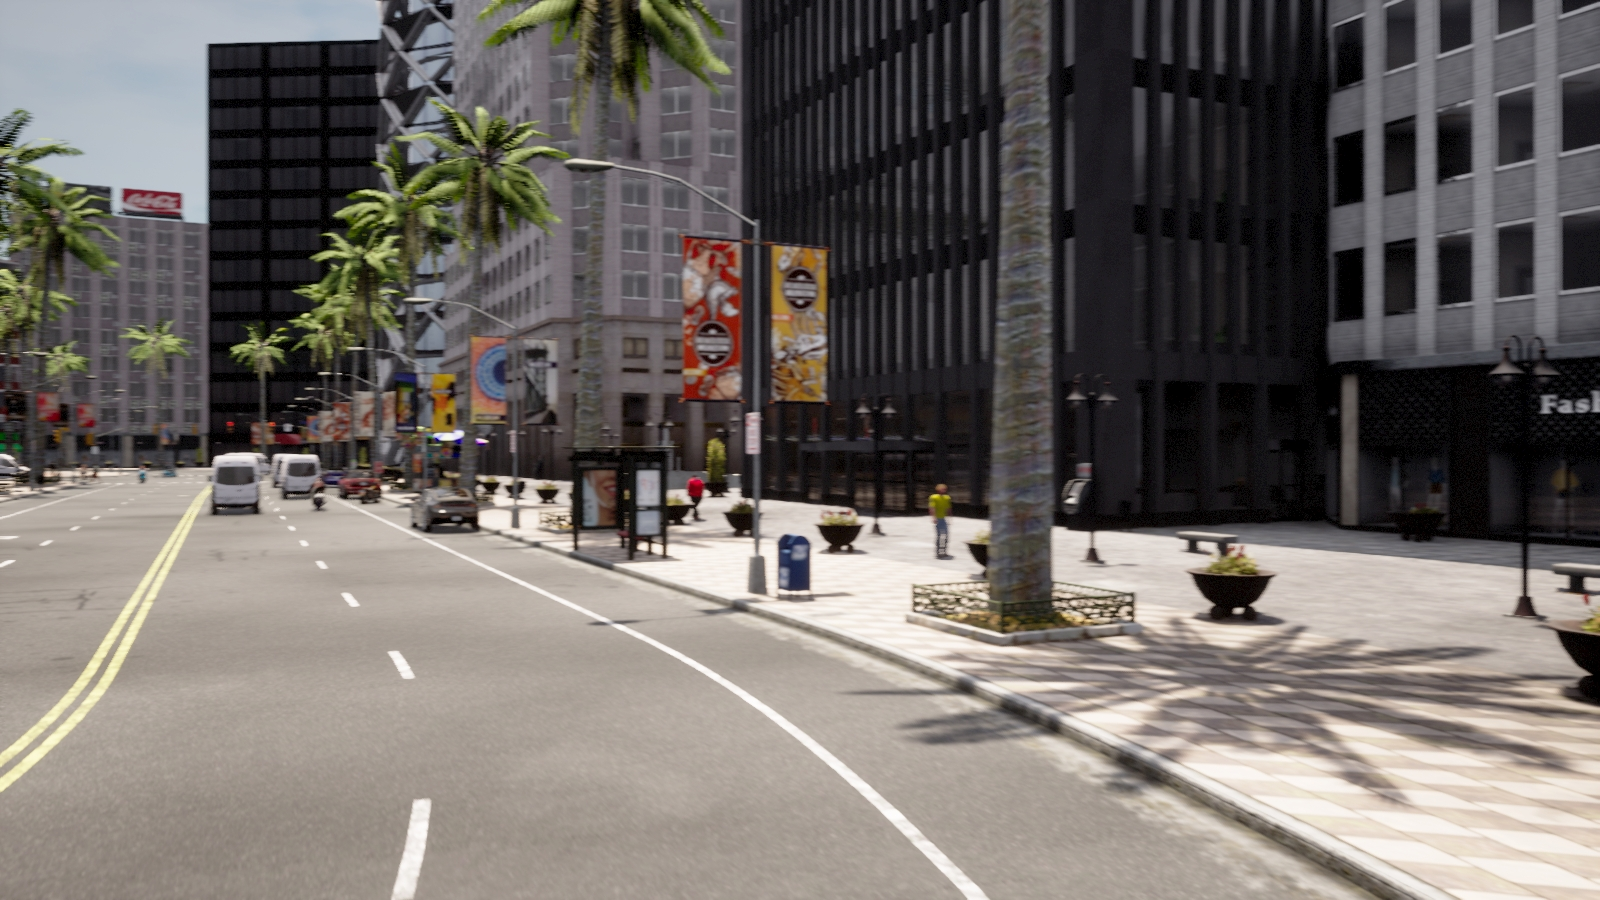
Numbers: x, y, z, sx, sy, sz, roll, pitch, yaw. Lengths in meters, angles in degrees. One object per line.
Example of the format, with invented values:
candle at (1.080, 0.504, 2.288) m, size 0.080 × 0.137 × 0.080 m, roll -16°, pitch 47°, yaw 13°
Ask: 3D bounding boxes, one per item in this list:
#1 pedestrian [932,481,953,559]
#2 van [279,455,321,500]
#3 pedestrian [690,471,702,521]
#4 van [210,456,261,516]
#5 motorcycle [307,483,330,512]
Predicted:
pedestrian at (3.460, 1.696, 27.756) m, size 0.375 × 1.860 × 0.375 m, roll 0°, pitch 0°, yaw -22°
van at (-29.925, 1.574, 68.320) m, size 1.988 × 2.561 × 5.915 m, roll 0°, pitch 0°, yaw -26°
pedestrian at (-3.888, 1.706, 42.717) m, size 0.375 × 1.860 × 0.375 m, roll 0°, pitch 0°, yaw -23°
van at (-26.073, 1.569, 52.766) m, size 1.988 × 2.561 × 5.915 m, roll 0°, pitch 0°, yaw -27°
motorcycle at (-22.793, 2.235, 54.044) m, size 0.867 × 1.251 × 2.209 m, roll 0°, pitch 0°, yaw -27°
